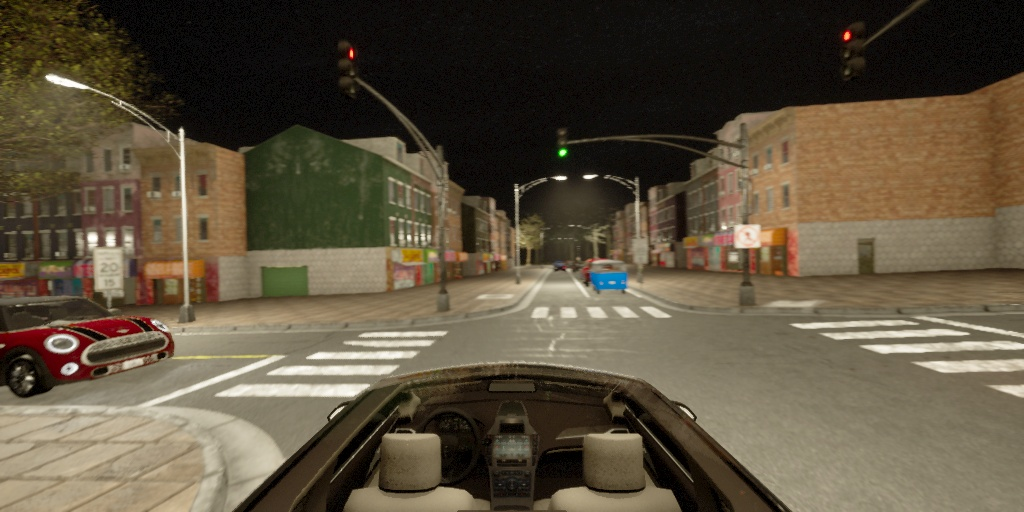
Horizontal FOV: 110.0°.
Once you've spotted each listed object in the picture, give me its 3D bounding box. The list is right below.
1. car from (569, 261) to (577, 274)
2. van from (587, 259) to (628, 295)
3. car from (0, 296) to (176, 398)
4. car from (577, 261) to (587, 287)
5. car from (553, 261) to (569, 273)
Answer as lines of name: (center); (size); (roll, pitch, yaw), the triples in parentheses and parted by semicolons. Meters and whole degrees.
car: (8.878, 1.537, 46.948); (2.007, 1.370, 4.403); (0, 0, 7)
van: (5.379, 1.136, 20.145); (1.690, 1.789, 3.998); (0, 0, 7)
car: (-9.697, 1.636, 7.359); (4.553, 1.767, 2.097); (-3, 0, 7)
car: (6.079, 1.146, 25.505); (2.192, 1.841, 5.009); (0, 0, 7)
car: (6.797, 1.674, 50.698); (1.895, 1.301, 4.718); (-1, -1, 7)
